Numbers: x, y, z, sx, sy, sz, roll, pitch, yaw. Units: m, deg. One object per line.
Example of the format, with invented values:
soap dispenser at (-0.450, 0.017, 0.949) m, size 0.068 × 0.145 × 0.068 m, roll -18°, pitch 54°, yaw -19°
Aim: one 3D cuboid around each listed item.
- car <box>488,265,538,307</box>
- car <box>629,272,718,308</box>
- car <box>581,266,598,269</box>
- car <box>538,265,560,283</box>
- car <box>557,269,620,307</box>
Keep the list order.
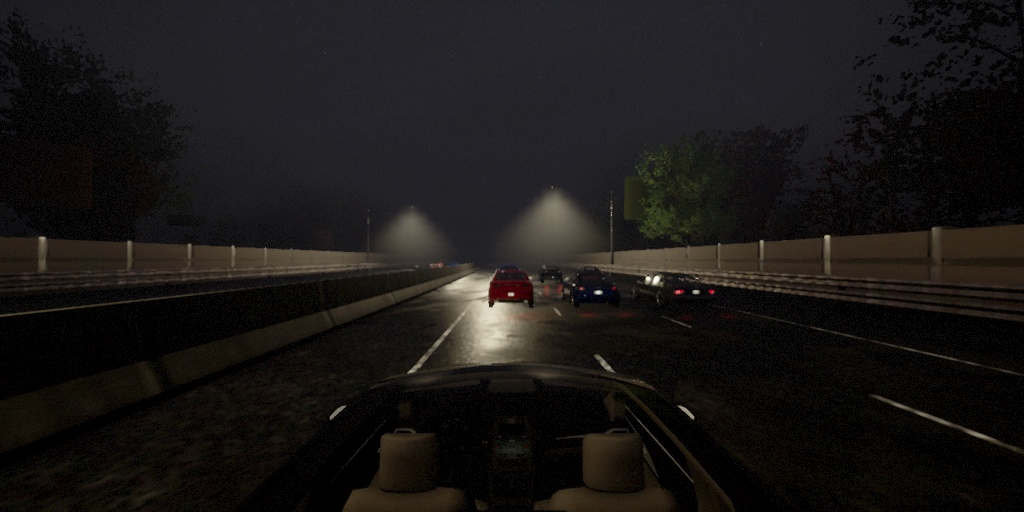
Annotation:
car at (-0.041, 1.368, 16.512) m, size 1.882 × 1.535 × 5.008 m, roll 0°, pitch 0°, yaw 0°
car at (6.956, 1.434, 16.085) m, size 2.033 × 1.411 × 5.357 m, roll 0°, pitch -1°, yaw 0°
car at (6.783, 1.598, 31.504) m, size 1.994 × 1.385 × 4.181 m, roll 0°, pitch 0°, yaw -1°
car at (3.283, 1.525, 31.431) m, size 2.128 × 1.511 × 4.902 m, roll 0°, pitch 0°, yaw -1°
car at (3.457, 1.453, 16.363) m, size 1.994 × 1.385 × 4.181 m, roll 0°, pitch 0°, yaw 0°
